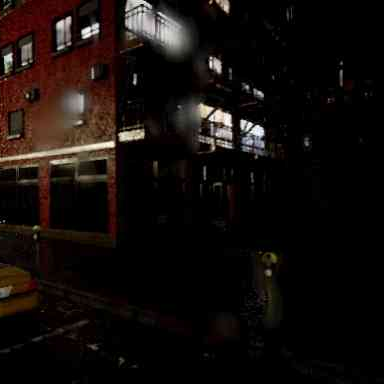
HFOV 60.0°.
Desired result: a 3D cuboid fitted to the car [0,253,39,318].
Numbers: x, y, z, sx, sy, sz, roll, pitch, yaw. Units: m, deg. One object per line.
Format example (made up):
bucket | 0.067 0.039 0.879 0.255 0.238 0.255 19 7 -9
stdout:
car | -4.820 1.479 6.329 4.829 1.417 1.752 0 -1 36
